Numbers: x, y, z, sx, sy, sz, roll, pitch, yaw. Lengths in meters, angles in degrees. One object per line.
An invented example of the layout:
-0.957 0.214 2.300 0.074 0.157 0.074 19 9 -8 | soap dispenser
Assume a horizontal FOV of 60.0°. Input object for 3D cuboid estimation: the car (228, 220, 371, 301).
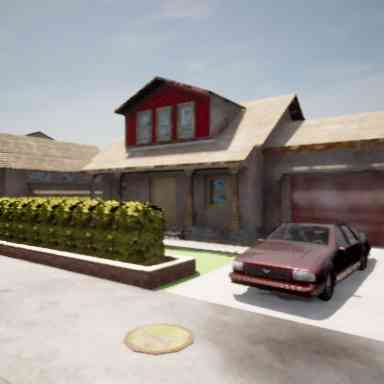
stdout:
3.030 1.437 8.324 2.033 1.415 5.357 0 -1 39 | car
